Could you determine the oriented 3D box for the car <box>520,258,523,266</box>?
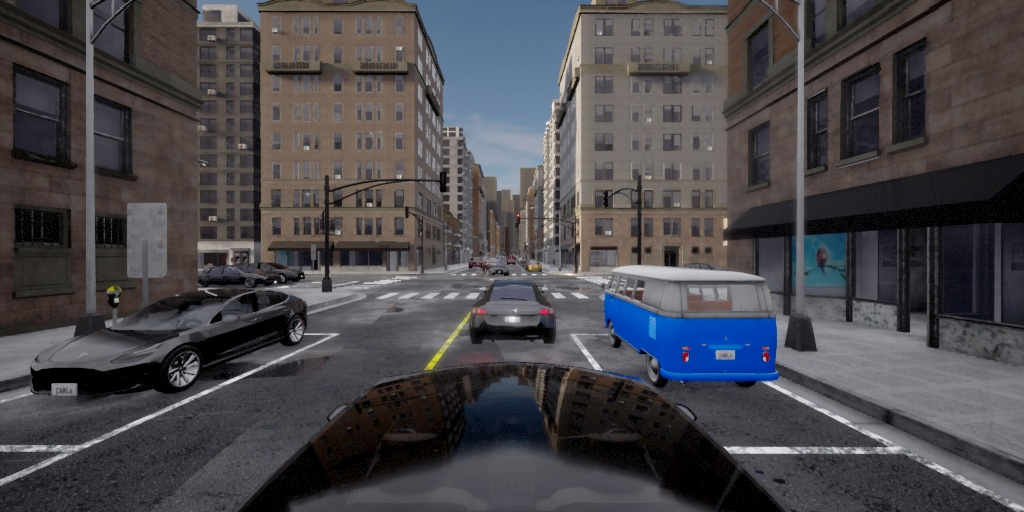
[{"bbox_3d":[2.823,1.286,56.911,2.007,1.370,4.403,0,0,0],"label":"car"}]

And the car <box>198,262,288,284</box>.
[{"bbox_3d":[-17.901,1.282,23.095,5.357,1.411,2.033,0,0,0],"label":"car"}]

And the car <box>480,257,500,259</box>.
[{"bbox_3d":[-3.077,1.218,49.763,1.882,1.535,5.008,0,0,0],"label":"car"}]

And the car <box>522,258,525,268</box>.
[{"bbox_3d":[2.866,1.179,51.385,1.967,1.591,4.097,0,0,0],"label":"car"}]

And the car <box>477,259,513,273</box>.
[{"bbox_3d":[-1.746,1.299,34.705,1.994,1.385,4.181,0,0,-17],"label":"car"}]

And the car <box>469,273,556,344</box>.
[{"bbox_3d":[0.042,1.314,9.592,1.994,1.385,4.181,0,0,1],"label":"car"}]

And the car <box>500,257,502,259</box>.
[{"bbox_3d":[-3.143,1.334,61.468,1.895,1.301,4.718,0,0,0],"label":"car"}]

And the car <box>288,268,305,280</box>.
[{"bbox_3d":[-17.871,1.230,26.347,4.892,1.490,1.837,0,0,0],"label":"car"}]

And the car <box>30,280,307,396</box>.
[{"bbox_3d":[-5.643,1.315,6.710,1.948,1.339,4.313,0,0,0],"label":"car"}]

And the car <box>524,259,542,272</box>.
[{"bbox_3d":[2.908,1.267,46.029,1.751,1.417,4.829,0,0,0],"label":"car"}]

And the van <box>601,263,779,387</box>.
[{"bbox_3d":[2.882,1.091,6.669,1.690,1.789,3.998,0,0,0],"label":"van"}]

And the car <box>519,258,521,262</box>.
[{"bbox_3d":[2.780,1.298,62.437,1.948,1.339,4.313,0,0,0],"label":"car"}]

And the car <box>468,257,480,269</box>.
[{"bbox_3d":[-5.702,1.051,56.845,2.192,1.841,5.009,0,0,0],"label":"car"}]

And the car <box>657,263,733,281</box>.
[{"bbox_3d":[15.220,1.290,29.987,5.357,1.411,2.033,0,0,0],"label":"car"}]
